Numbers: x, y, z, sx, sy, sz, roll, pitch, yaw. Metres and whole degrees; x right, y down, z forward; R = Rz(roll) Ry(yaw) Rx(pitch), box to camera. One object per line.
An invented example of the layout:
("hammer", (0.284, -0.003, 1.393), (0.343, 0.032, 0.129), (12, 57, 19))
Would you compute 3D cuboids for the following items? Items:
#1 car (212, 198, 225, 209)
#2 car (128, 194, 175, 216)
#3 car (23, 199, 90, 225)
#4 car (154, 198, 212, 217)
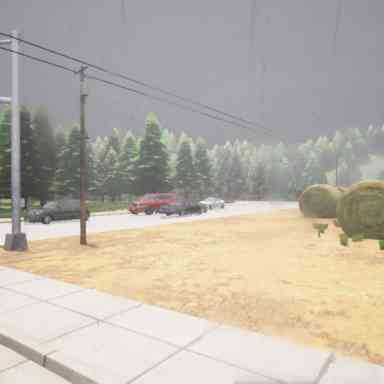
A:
("car", (2.380, 1.423, 41.131), (1.812, 1.442, 4.674), (0, 0, 37))
("car", (-3.738, 1.175, 32.926), (2.150, 2.045, 5.566), (0, 0, 37))
("car", (-9.926, 1.359, 24.612), (2.097, 1.767, 4.553), (0, 0, 37))
("car", (-0.736, 1.490, 30.761), (2.033, 1.411, 5.357), (0, 0, 37))
